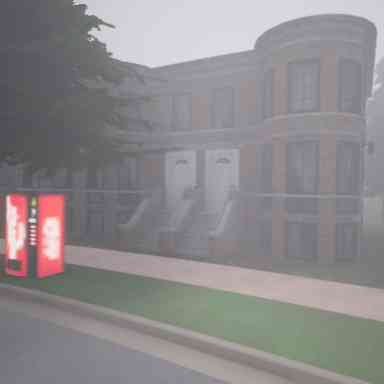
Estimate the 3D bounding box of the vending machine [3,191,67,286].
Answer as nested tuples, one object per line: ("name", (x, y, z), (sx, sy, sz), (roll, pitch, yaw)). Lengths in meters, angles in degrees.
("vending machine", (-3.790, 1.030, 8.086), (0.880, 2.100, 1.100), (1, 1, 26))
